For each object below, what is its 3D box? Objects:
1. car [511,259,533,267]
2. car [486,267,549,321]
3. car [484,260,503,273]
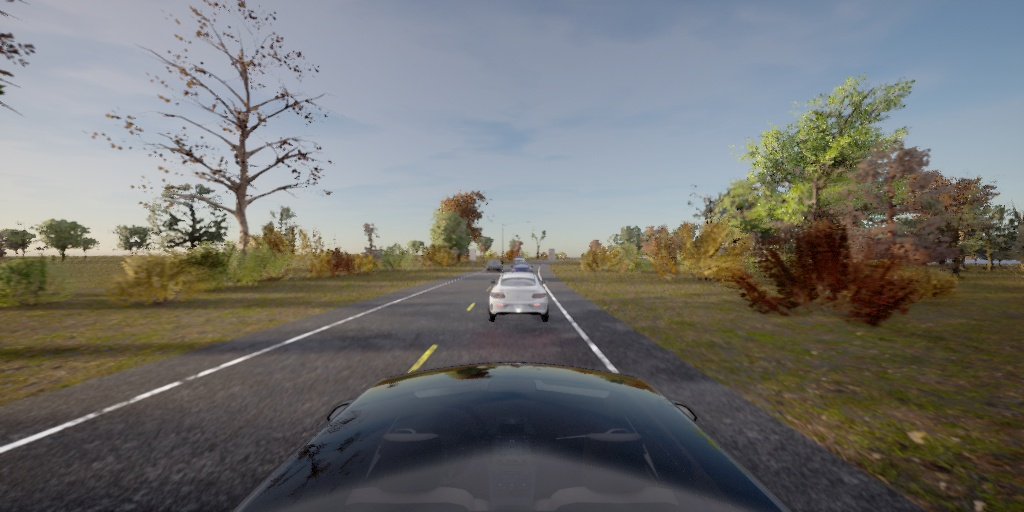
[{"bbox_3d":[0.862,1.265,31.026,1.812,1.442,4.674,0,0,3],"label":"car"},{"bbox_3d":[0.220,1.274,12.365,1.812,1.442,4.674,0,0,1],"label":"car"},{"bbox_3d":[-2.137,1.241,42.947,1.837,1.490,4.892,0,-1,4],"label":"car"}]
